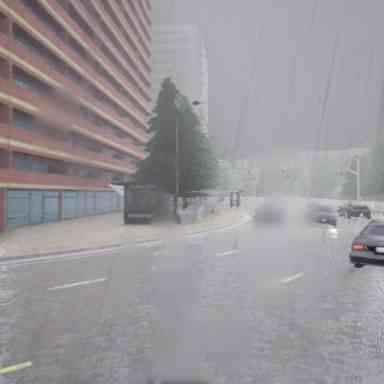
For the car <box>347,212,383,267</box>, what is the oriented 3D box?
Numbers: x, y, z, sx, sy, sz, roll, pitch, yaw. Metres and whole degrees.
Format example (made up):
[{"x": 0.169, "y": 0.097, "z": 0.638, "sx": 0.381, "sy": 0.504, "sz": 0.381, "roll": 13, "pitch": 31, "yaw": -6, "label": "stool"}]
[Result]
[{"x": 6.567, "y": 1.596, "z": 10.862, "sx": 2.033, "sy": 1.411, "sz": 5.357, "roll": 0, "pitch": 0, "yaw": 37, "label": "car"}]

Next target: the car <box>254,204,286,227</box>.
[{"x": 5.813, "y": 1.647, "z": 24.454, "sx": 1.837, "sy": 1.490, "sz": 4.892, "roll": 0, "pitch": 0, "yaw": 19, "label": "car"}]

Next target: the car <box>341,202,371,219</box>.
[{"x": 14.564, "y": 1.648, "z": 30.045, "sx": 1.837, "sy": 1.490, "sz": 4.892, "roll": 0, "pitch": 0, "yaw": 11, "label": "car"}]

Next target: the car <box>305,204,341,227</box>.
[{"x": 9.325, "y": 1.630, "z": 24.018, "sx": 1.837, "sy": 1.490, "sz": 4.892, "roll": 0, "pitch": 0, "yaw": 18, "label": "car"}]
